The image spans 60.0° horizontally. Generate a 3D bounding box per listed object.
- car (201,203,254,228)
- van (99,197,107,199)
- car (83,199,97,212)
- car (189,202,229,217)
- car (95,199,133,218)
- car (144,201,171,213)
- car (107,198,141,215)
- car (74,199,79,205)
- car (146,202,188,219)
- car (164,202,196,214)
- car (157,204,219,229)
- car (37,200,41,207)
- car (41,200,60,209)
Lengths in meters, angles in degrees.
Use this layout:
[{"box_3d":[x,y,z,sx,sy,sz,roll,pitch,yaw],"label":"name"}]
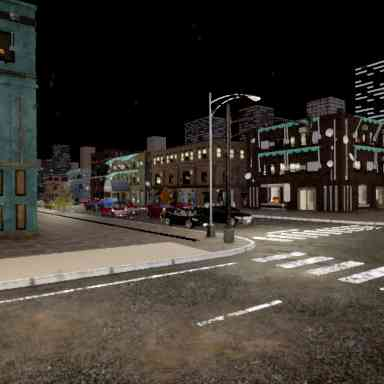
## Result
[{"box_3d":[2.447,1.735,24.495,1.812,1.442,4.674,-1,0,-37],"label":"car"},{"box_3d":[-14.260,1.907,58.083,1.690,1.788,3.998,-1,0,-35],"label":"van"},{"box_3d":[-13.798,2.075,47.502,2.033,1.411,5.357,-1,0,-35],"label":"car"},{"box_3d":[1.736,1.810,35.496,2.008,1.369,4.403,-2,0,-35],"label":"car"},{"box_3d":[-8.303,1.847,35.169,1.967,1.590,4.097,-1,0,-35],"label":"car"},{"box_3d":[-4.659,1.966,44.531,1.802,1.307,4.206,-1,0,-35],"label":"car"},{"box_3d":[-7.819,1.764,38.995,2.097,1.767,4.553,-1,0,-35],"label":"car"},{"box_3d":[-27.049,2.365,76.154,1.947,1.339,4.313,-1,0,-35],"label":"car"},{"box_3d":[-2.663,1.875,31.710,1.994,1.385,4.181,-1,0,-35],"label":"car"},{"box_3d":[-1.462,1.904,40.014,1.802,1.307,4.206,-2,0,-35],"label":"car"},{"box_3d":[-0.381,1.815,23.774,1.947,1.339,4.313,-1,0,-35],"label":"car"},{"box_3d":[-30.690,2.376,66.793,2.008,1.369,4.403,-1,0,-35],"label":"car"},{"box_3d":[-24.195,2.233,57.618,1.752,1.417,4.829,-1,0,-35],"label":"car"}]
